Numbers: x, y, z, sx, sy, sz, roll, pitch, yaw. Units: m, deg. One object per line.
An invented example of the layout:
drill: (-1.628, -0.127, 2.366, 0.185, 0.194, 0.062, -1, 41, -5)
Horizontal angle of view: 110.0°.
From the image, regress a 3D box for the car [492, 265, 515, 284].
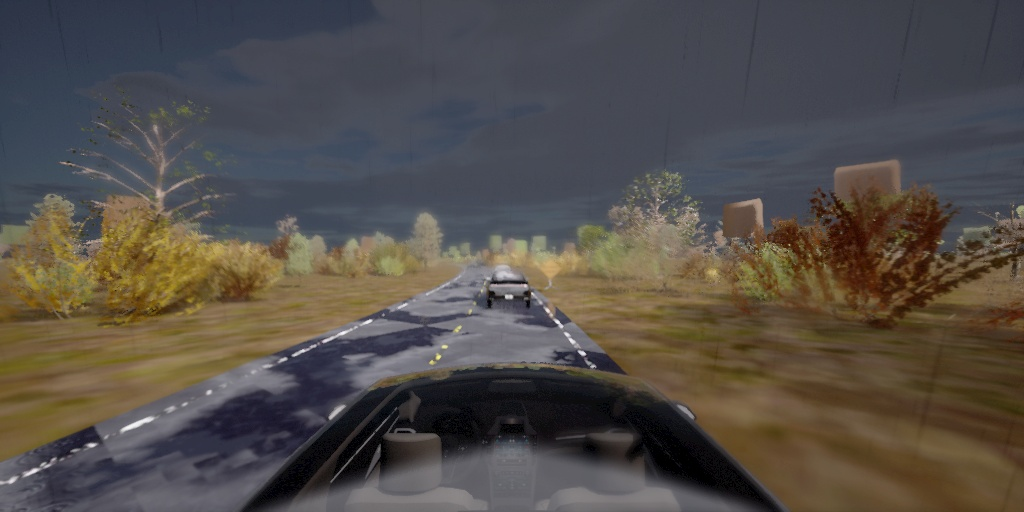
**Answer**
car: (-0.812, 1.559, 31.343, 1.812, 1.442, 4.674, 0, 0, -3)

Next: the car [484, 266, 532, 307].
car: (-0.170, 1.380, 16.209, 2.128, 1.511, 4.902, 0, 0, -1)

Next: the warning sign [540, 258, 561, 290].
warning sign: (2.306, 1.052, 21.514, 1.300, 1.860, 1.060, 0, 0, -2)
